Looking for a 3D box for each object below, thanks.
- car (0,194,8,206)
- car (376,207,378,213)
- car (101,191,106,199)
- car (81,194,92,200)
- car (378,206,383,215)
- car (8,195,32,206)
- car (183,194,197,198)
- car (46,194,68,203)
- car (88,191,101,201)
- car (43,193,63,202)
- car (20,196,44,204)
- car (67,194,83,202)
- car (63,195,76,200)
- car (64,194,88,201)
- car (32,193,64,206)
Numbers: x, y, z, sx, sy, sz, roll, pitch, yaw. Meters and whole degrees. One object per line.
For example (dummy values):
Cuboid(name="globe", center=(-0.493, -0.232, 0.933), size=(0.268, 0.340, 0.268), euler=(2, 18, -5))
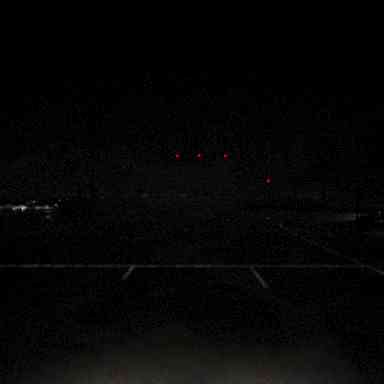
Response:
Cuboid(name="car", center=(-28.116, 1.155, 48.689), size=(2.097, 1.767, 4.553), euler=(0, 0, 0))
Cuboid(name="car", center=(19.457, 1.437, 29.502), size=(5.357, 1.411, 2.033), euler=(0, 0, 7))
Cuboid(name="car", center=(-21.863, 1.164, 79.620), size=(1.837, 1.490, 4.892), euler=(0, 0, -7))
Cuboid(name="car", center=(-25.484, 1.161, 80.302), size=(1.837, 1.490, 4.892), euler=(0, 0, -10))
Cuboid(name="car", center=(17.649, 1.257, 26.079), size=(4.553, 1.767, 2.097), euler=(0, 0, 6))
Cuboid(name="car", center=(-24.618, 1.347, 49.627), size=(2.033, 1.411, 5.357), euler=(0, 0, 0))
Cuboid(name="car", center=(-0.168, 1.192, 94.674), size=(1.895, 1.301, 4.718), euler=(0, 0, -18))
Cuboid(name="car", center=(-24.579, 1.227, 60.778), size=(1.882, 1.535, 5.008), euler=(0, 0, 0))
Cuboid(name="car", center=(-21.062, 1.066, 69.210), size=(2.097, 1.767, 4.553), euler=(0, 0, 0))
Cuboid(name="car", center=(-28.041, 1.075, 67.419), size=(2.097, 1.767, 4.553), euler=(0, 0, 0))
Cuboid(name="car", center=(-28.081, 1.360, 58.465), size=(1.895, 1.301, 4.718), euler=(0, 0, 1))
Cuboid(name="car", center=(-24.571, 1.232, 69.891), size=(1.812, 1.442, 4.674), euler=(0, 0, 0))
Cuboid(name="car", center=(-28.694, 1.267, 77.989), size=(1.895, 1.301, 4.718), euler=(0, 0, -7))
Cuboid(name="car", center=(-21.089, 1.353, 60.256), size=(1.895, 1.301, 4.718), euler=(0, 0, 0))
Cuboid(name="car", center=(-21.120, 1.310, 48.883), size=(1.837, 1.490, 4.892), euler=(0, 0, 0))
